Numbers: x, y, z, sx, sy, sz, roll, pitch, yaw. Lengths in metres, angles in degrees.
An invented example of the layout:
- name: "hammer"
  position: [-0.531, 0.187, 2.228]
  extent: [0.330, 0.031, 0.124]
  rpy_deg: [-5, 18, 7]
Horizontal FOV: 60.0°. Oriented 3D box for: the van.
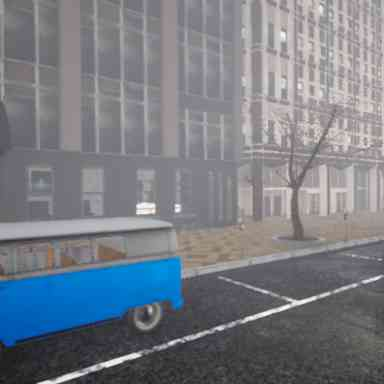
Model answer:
- name: "van"
  position: [-2.058, 1.333, 5.098]
  extent: [3.998, 1.788, 1.690]
  rpy_deg: [0, 0, -36]
